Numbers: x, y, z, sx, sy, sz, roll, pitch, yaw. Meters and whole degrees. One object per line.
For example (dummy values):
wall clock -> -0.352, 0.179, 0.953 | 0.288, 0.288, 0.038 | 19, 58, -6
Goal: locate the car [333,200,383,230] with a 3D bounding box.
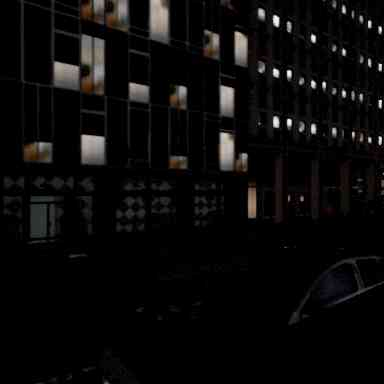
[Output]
car -> 6.728, 1.232, 11.344 | 5.009, 1.841, 2.192 | 0, 1, -35

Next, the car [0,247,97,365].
car -> -2.538, 1.562, 4.744 | 4.313, 1.339, 1.947 | -1, 1, -35

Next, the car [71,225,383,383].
car -> 1.289, 1.467, 4.296 | 4.902, 1.511, 2.128 | -1, 0, -35
